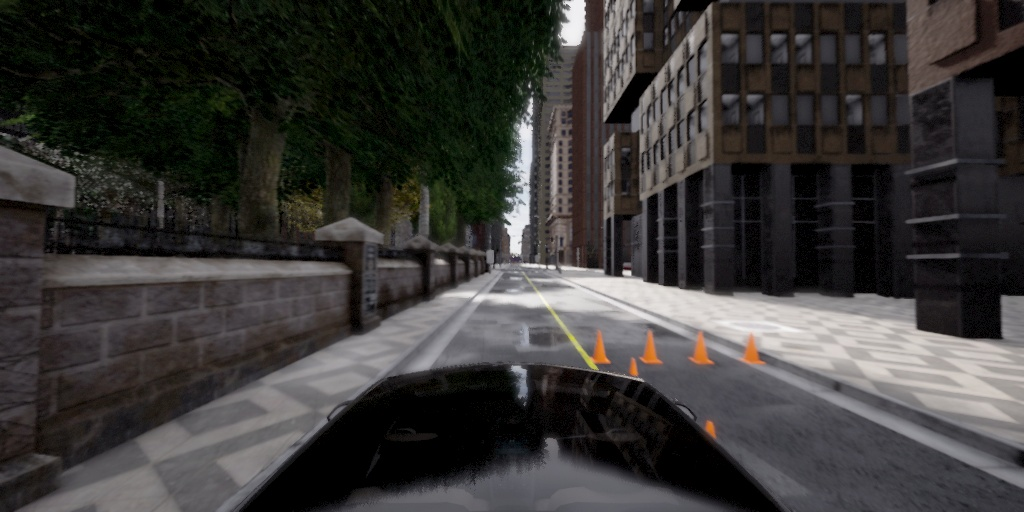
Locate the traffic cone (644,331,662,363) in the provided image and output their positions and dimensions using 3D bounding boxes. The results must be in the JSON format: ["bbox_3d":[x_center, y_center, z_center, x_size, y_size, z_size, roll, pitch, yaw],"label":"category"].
[{"bbox_3d":[2.731,1.777,7.099,0.340,0.580,0.340,0,0,0],"label":"traffic cone"}]

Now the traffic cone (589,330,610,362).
[{"bbox_3d":[1.731,1.770,7.104,0.340,0.580,0.340,0,0,0],"label":"traffic cone"}]

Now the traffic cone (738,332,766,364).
[{"bbox_3d":[4.731,1.792,7.089,0.340,0.580,0.340,0,0,0],"label":"traffic cone"}]

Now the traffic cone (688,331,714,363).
[{"bbox_3d":[3.731,1.784,7.094,0.340,0.580,0.340,0,0,0],"label":"traffic cone"}]

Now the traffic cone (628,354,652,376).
[{"bbox_3d":[1.721,1.751,5.104,0.340,0.580,0.340,0,0,0],"label":"traffic cone"}]

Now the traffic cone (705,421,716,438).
[{"bbox_3d":[1.711,1.731,3.104,0.340,0.580,0.340,0,0,0],"label":"traffic cone"}]
